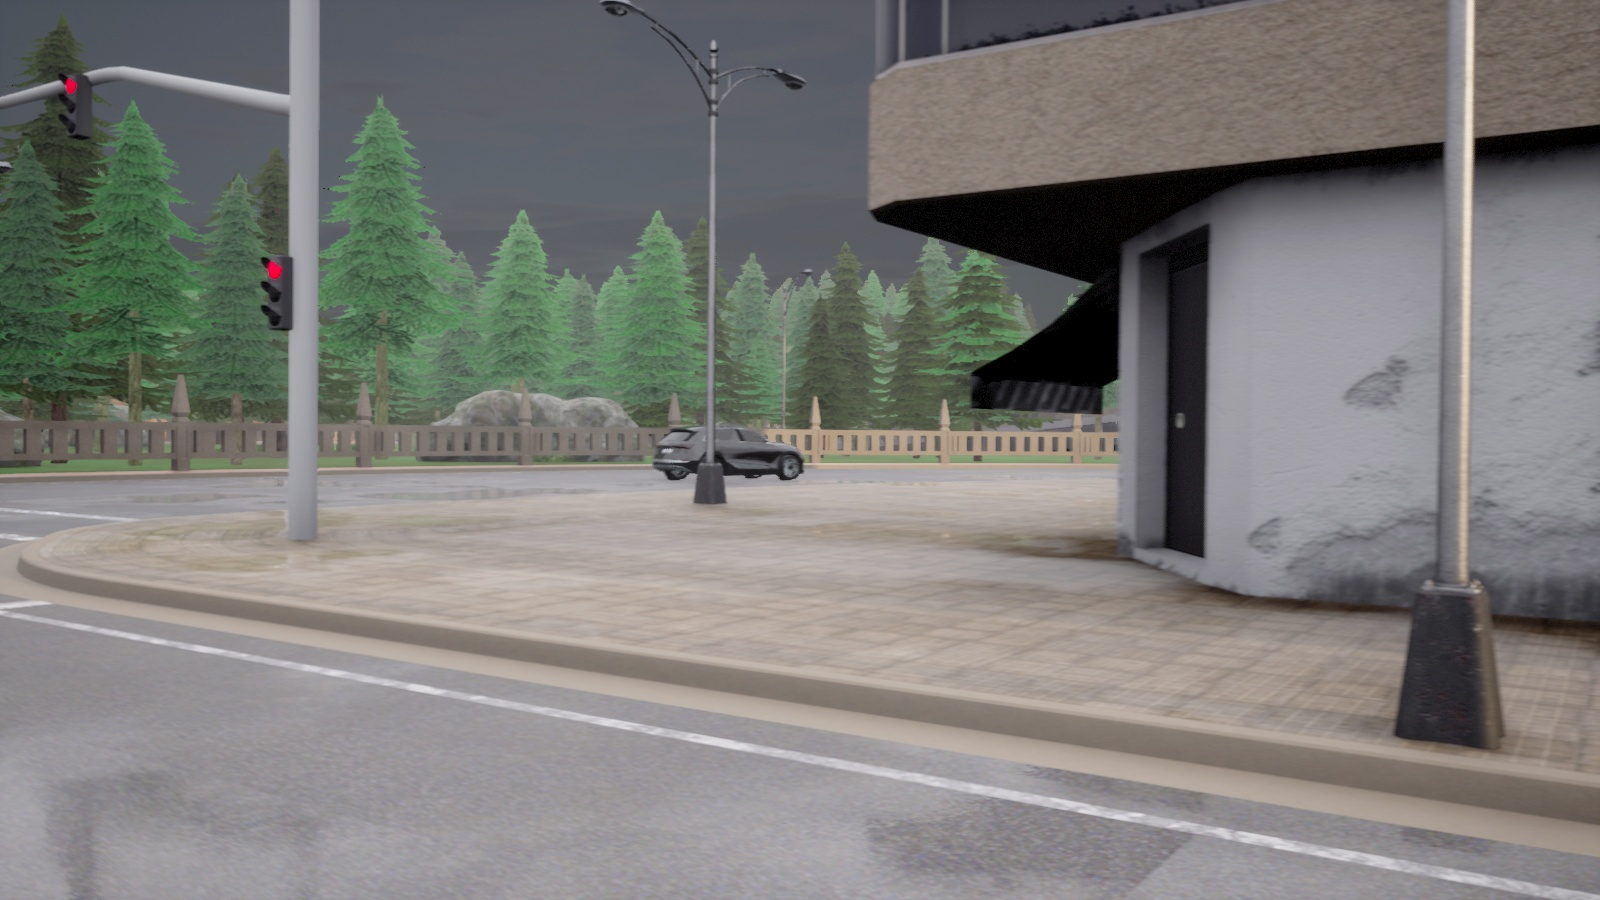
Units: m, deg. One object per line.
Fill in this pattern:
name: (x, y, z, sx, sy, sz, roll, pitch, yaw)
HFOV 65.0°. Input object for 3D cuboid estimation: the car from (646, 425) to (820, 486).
car: (-1.893, 0.122, 36.691, 4.856, 1.649, 2.033, -1, 1, -42)
